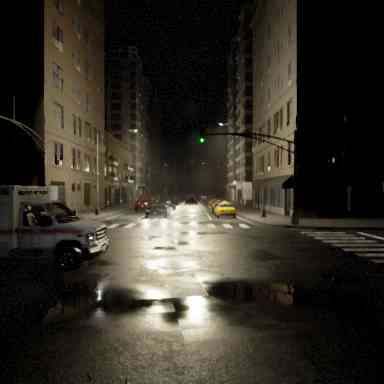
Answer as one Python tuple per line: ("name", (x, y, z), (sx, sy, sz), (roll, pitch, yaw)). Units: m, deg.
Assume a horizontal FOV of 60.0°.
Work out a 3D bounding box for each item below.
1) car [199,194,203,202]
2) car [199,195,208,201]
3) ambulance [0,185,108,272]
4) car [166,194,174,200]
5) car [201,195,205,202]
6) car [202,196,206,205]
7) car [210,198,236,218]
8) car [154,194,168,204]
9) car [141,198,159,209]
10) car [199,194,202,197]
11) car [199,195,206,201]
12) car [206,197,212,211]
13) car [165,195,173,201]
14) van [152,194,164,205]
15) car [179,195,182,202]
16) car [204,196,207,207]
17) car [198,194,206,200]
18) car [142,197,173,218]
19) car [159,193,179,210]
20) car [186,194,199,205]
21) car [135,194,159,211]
("car", (2.760, 1.515, 57.123), (2.008, 1.369, 4.403), (0, 0, 0))
("car", (2.646, 1.485, 79.227), (2.008, 1.369, 4.403), (0, 0, 0))
("ambulance", (-5.884, 1.026, 10.175), (6.366, 2.431, 2.351), (0, 0, 0))
("car", (-5.937, 1.358, 90.235), (1.967, 1.590, 4.097), (0, 0, 0))
("car", (2.788, 1.515, 51.598), (1.887, 1.381, 4.507), (0, 0, 0))
("car", (2.817, 1.542, 46.072), (1.947, 1.339, 4.313), (0, 0, 0))
("car", (2.901, 1.513, 29.664), (1.752, 1.417, 4.829), (0, 0, 0))
("car", (-5.794, 1.273, 62.606), (2.192, 1.841, 5.009), (0, 0, 0))
("car", (-5.709, 1.527, 46.029), (2.008, 1.369, 4.403), (0, 0, 0))
("car", (2.732, 1.540, 62.649), (1.802, 1.307, 4.206), (0, 0, 0))
("car", (2.618, 1.508, 84.753), (1.802, 1.307, 4.206), (0, 0, 0))
("car", (2.873, 1.425, 35.020), (1.967, 1.590, 4.097), (0, 0, 0))
("car", (-5.907, 1.452, 84.539), (1.752, 1.417, 4.829), (0, 0, 0))
("van", (-5.766, 1.306, 57.080), (1.690, 1.788, 3.998), (0, 0, 0))
("car", (-3.140, 1.566, 56.895), (1.895, 1.301, 4.718), (0, 0, 0))
("car", (2.845, 1.531, 40.546), (2.008, 1.369, 4.403), (0, 0, 0))
("car", (2.589, 1.358, 90.278), (1.967, 1.590, 4.097), (0, 0, 0))
("car", (-3.046, 1.493, 29.890), (1.837, 1.490, 4.892), (0, 0, 0))
("car", (-3.101, 1.203, 42.216), (2.150, 2.045, 5.566), (0, 0, 0))
("car", (-0.107, 1.488, 59.013), (1.812, 1.442, 4.674), (0, 0, 0))
("car", (-5.681, 1.296, 40.503), (2.192, 1.841, 5.009), (0, 0, 0))
